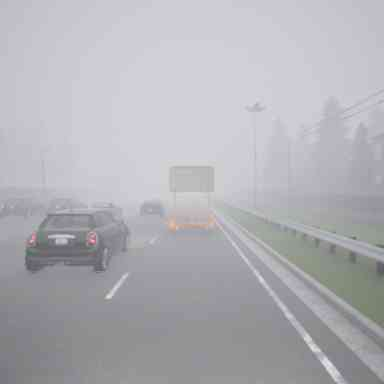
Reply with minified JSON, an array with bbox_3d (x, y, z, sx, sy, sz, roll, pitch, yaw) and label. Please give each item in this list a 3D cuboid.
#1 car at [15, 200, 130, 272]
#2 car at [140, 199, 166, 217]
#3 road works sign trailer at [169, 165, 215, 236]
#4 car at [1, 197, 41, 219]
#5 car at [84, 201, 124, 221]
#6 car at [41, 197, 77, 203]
[{"bbox_3d":[-3.401,1.301,10.781,2.097,1.767,4.553,0,0,0],"label":"car"},{"bbox_3d":[-3.401,1.339,29.751,1.882,1.535,5.008,0,0,0],"label":"car"},{"bbox_3d":[0.000,0.382,17.725,2.380,3.560,2.880,0,0,0],"label":"road works sign trailer"},{"bbox_3d":[-13.900,1.222,27.895,2.097,1.767,4.553,0,0,0],"label":"car"},{"bbox_3d":[-6.900,1.477,26.634,1.895,1.301,4.718,0,0,0],"label":"car"},{"bbox_3d":[-10.400,1.222,27.885,2.097,1.767,4.553,0,0,0],"label":"car"}]
